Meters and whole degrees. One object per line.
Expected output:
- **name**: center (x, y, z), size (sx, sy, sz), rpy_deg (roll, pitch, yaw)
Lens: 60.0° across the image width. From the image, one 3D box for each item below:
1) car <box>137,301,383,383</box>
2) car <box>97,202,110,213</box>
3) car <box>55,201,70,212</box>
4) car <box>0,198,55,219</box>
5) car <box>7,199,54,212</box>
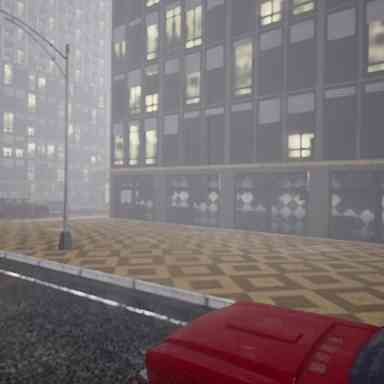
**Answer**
- **car**: center (1.838, 1.601, 2.372), size (4.718, 1.301, 1.895), rpy_deg (0, 0, 36)
- **car**: center (-9.123, 1.791, 40.051), size (1.752, 1.417, 4.829), rpy_deg (1, 0, 37)
- **car**: center (-17.092, 1.663, 39.007), size (2.033, 1.411, 5.357), rpy_deg (1, 0, 37)
- **car**: center (-15.932, 1.480, 30.848), size (2.192, 1.841, 5.009), rpy_deg (1, 0, 37)
- **car**: center (-19.418, 1.593, 40.228), size (1.752, 1.417, 4.829), rpy_deg (1, 0, 37)
